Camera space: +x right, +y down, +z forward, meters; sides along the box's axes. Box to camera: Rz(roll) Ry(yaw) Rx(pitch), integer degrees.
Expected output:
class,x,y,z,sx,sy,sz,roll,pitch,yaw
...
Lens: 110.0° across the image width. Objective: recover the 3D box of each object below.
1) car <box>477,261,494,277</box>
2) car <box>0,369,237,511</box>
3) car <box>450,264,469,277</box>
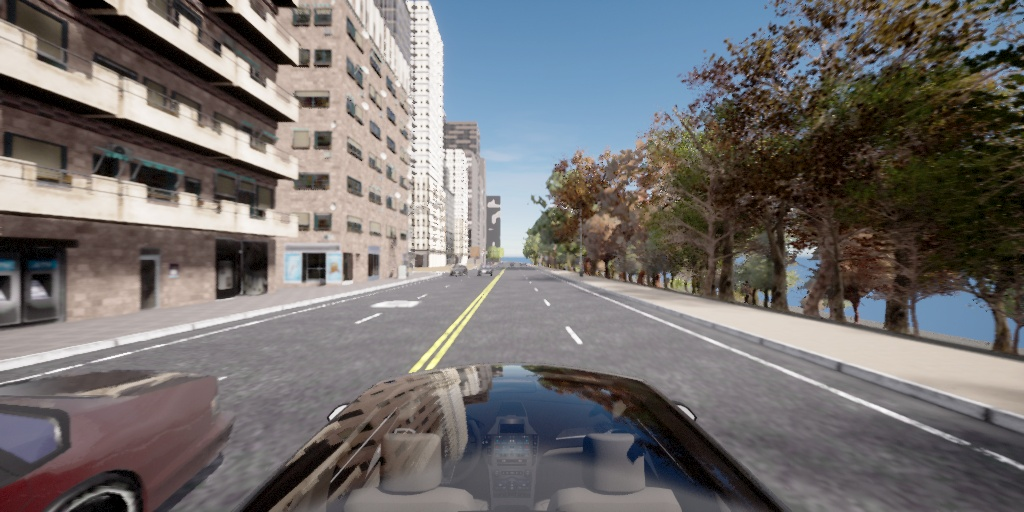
class,x,y,z,sx,sy,sz,roll,pitch,yaw
car,-3.256,1.679,44.497,2.128,1.511,4.902,0,-1,0
car,-3.350,1.286,0.745,2.033,1.411,5.357,0,-1,0
car,-6.506,1.799,44.496,1.837,1.490,4.892,0,-1,0
